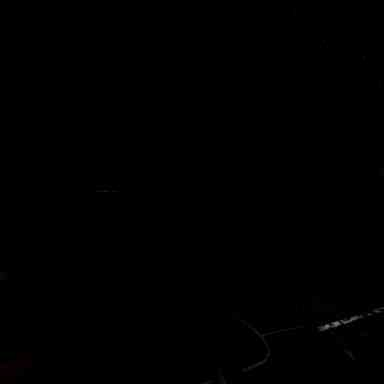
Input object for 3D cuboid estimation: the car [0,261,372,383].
[{"bbox_3d":[-0.686,1.353,2.432,4.553,1.767,2.097,0,0,-33],"label":"car"}]
